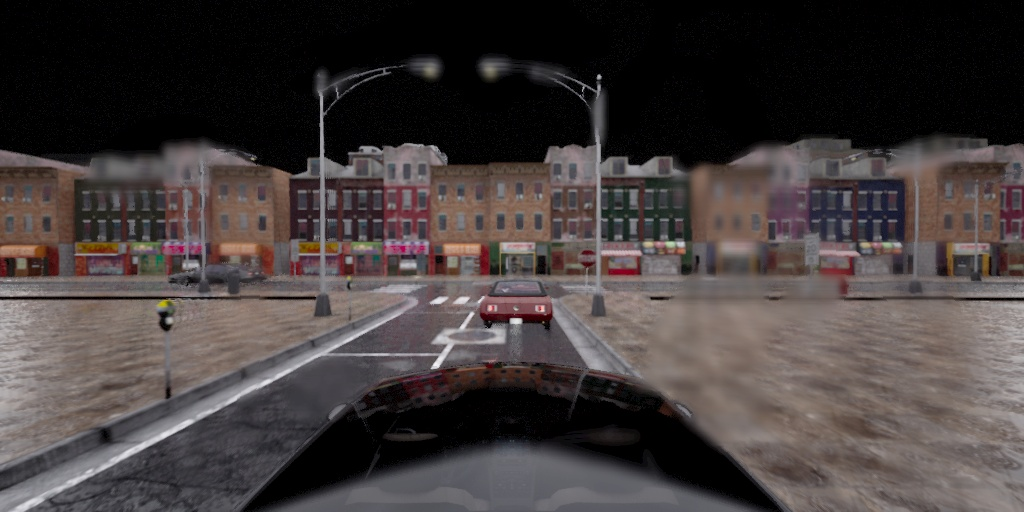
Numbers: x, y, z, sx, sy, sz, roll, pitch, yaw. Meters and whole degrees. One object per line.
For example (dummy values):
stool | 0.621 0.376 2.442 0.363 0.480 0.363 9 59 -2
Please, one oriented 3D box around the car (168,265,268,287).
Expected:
car | -19.252 1.274 23.617 5.357 1.411 2.033 0 1 -1

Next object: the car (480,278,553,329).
car | 0.239 1.348 11.229 1.895 1.301 4.718 0 0 3
